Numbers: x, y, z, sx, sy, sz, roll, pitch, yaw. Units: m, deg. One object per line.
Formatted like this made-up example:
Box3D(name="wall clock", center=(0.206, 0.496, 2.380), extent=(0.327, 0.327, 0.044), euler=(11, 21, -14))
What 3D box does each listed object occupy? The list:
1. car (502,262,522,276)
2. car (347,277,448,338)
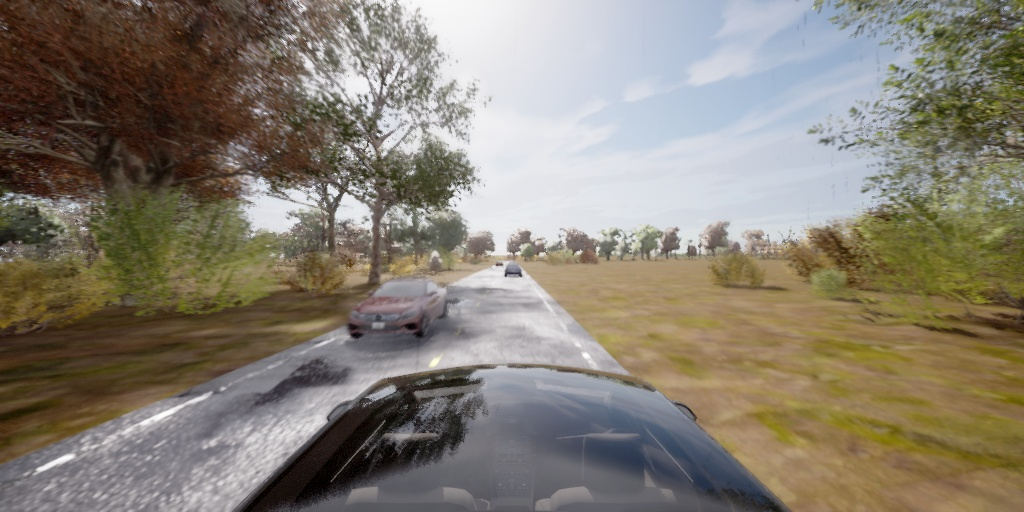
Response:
Box3D(name="car", center=(0.138, 1.603, 41.394), extent=(1.994, 1.385, 4.181), euler=(0, 0, 0))
Box3D(name="car", center=(-3.089, 1.363, 10.619), extent=(1.812, 1.442, 4.674), euler=(0, 0, 0))
